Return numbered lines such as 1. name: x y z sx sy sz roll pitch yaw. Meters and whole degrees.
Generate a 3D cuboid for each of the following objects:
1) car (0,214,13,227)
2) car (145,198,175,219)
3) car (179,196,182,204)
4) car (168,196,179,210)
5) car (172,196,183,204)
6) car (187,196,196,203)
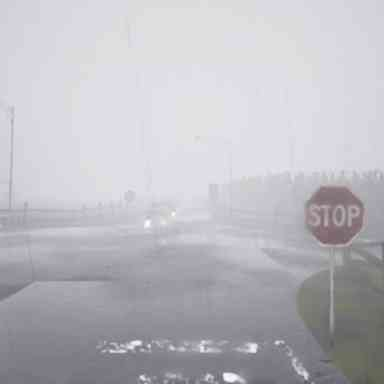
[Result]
1. car: -11.759 1.355 16.715 4.718 1.301 1.895 1 -1 4
2. car: -2.889 1.532 29.376 2.033 1.411 5.357 0 0 0
3. car: -2.903 1.476 49.763 2.128 1.511 4.902 0 0 0
4. car: -2.903 1.461 39.679 1.882 1.535 5.008 0 0 0
5. car: -2.851 1.546 65.707 2.033 1.411 5.357 0 0 0
6. car: -0.109 1.590 71.138 1.895 1.301 4.718 0 0 0
